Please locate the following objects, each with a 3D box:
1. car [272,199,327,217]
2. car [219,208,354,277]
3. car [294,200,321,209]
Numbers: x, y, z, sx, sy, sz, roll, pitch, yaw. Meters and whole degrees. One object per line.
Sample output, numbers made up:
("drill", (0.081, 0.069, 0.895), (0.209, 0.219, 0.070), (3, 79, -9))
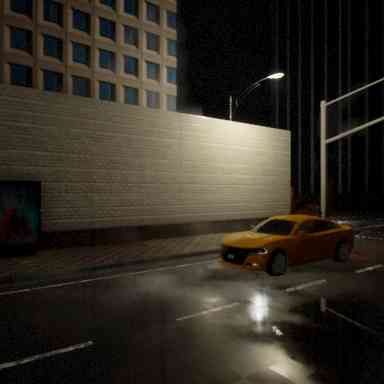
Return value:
("car", (10.466, 1.533, 32.853), (1.882, 1.535, 5.008), (0, 0, -36))
("car", (3.087, 1.477, 10.472), (5.008, 1.535, 1.882), (0, 0, -35))
("car", (9.494, 1.619, 28.195), (1.994, 1.385, 4.181), (0, 0, -35))
